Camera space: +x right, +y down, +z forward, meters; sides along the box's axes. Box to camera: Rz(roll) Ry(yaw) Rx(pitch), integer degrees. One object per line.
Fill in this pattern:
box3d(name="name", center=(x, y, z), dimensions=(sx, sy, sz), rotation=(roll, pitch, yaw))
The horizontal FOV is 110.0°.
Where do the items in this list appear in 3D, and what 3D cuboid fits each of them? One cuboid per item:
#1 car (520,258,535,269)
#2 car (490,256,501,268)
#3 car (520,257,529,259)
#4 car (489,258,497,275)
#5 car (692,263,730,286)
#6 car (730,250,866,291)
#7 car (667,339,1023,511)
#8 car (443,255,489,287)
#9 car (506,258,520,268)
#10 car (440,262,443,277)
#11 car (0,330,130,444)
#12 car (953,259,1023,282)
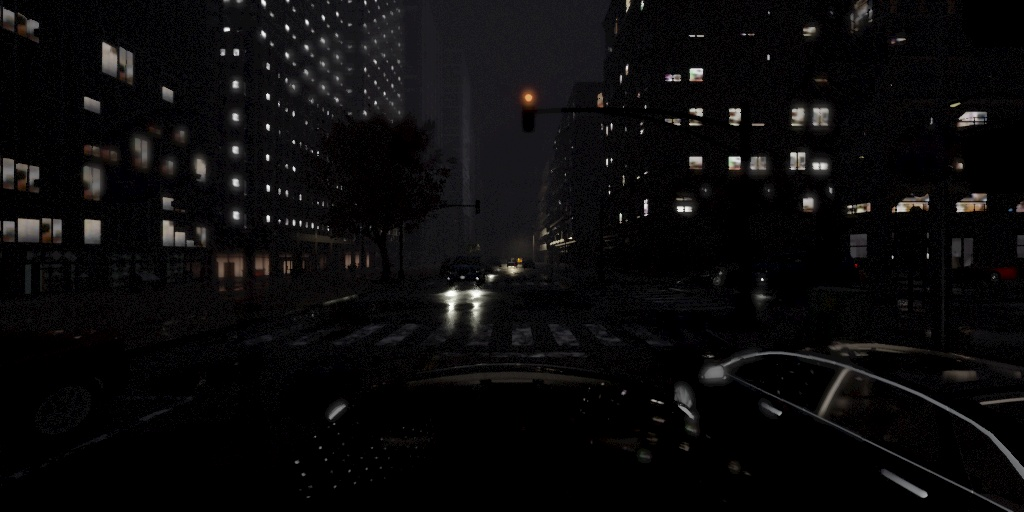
box3d(name="car", center=(2.716, 1.350, 57.077), dimensions=(1.948, 1.339, 4.313), rotation=(0, 0, 0))
box3d(name="car", center=(-3.020, 1.015, 63.028), dimensions=(2.150, 2.045, 5.566), rotation=(0, 0, 1))
box3d(name="car", center=(2.718, 1.316, 62.769), dimensions=(1.751, 1.417, 4.829), rotation=(0, 0, 0))
box3d(name="car", center=(-3.081, 1.247, 40.573), dimensions=(1.882, 1.535, 5.008), rotation=(0, 0, 0))
box3d(name="car", center=(13.444, 1.095, 22.009), dimensions=(4.403, 1.370, 2.007), rotation=(0, 0, -1))
box3d(name="car", center=(15.433, 0.740, 19.440), dimensions=(5.566, 2.045, 2.150), rotation=(-1, 0, -1))
box3d(name="car", center=(2.689, 1.300, 2.598), dimensions=(2.007, 1.370, 4.403), rotation=(0, 0, 0))
box3d(name="car", center=(-3.092, 0.978, 25.152), dimensions=(2.150, 2.045, 5.566), rotation=(0, 0, 0))
box3d(name="car", center=(0.028, 1.285, 64.309), dimensions=(2.128, 1.511, 4.902), rotation=(0, 0, 0))
box3d(name="car", center=(-5.676, 1.079, 34.990), dimensions=(2.192, 1.841, 5.009), rotation=(0, 0, 0))
box3d(name="car", center=(-5.692, 1.295, 2.602), dimensions=(1.888, 1.381, 4.507), rotation=(0, 0, 0))
box3d(name="car", center=(30.146, 0.859, 22.170), dimensions=(4.507, 1.381, 1.888), rotation=(0, 0, -1))
